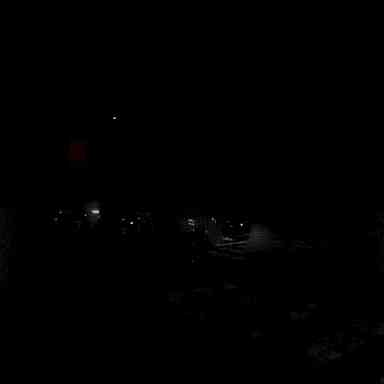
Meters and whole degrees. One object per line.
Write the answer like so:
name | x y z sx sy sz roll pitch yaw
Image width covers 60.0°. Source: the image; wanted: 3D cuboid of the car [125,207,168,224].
car | -4.242 2.082 30.250 1.895 1.301 4.718 0 -1 -36

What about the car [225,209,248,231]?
car | 1.591 1.800 22.261 1.837 1.490 4.892 0 -1 -36

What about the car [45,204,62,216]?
car | -17.763 2.331 43.322 2.128 1.511 4.902 0 -1 -36

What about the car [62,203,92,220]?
car | -11.931 2.214 35.286 1.994 1.385 4.181 0 -1 -36

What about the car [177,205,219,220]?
car | 0.541 2.091 35.060 1.895 1.301 4.718 0 -1 -36

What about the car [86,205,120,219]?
car | -10.467 2.230 38.786 2.033 1.411 5.357 0 -1 -36

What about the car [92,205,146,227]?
car | -6.091 2.009 27.277 2.033 1.411 5.357 0 -1 -35

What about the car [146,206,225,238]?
car | -0.510 1.636 19.625 2.097 1.767 4.553 0 -1 -36
